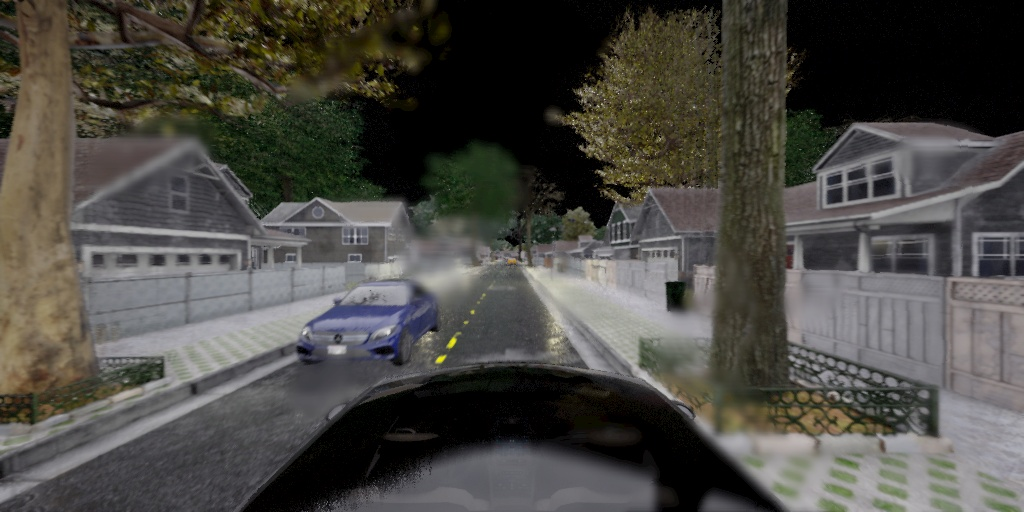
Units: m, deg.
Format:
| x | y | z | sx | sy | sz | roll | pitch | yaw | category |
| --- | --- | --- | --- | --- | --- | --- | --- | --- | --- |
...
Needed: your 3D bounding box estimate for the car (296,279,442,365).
| x | y | z | sx | sy | sz | roll | pitch | yaw | category |
| --- | --- | --- | --- | --- | --- | --- | --- | --- | --- |
| -2.833 | 1.277 | 8.174 | 1.812 | 1.442 | 4.674 | 0 | 0 | 0 | car |
